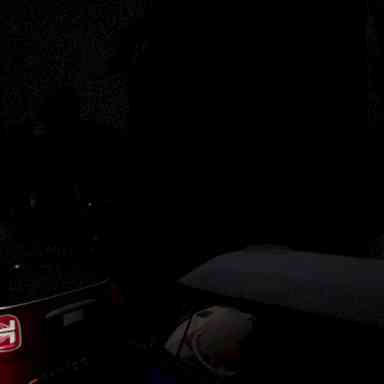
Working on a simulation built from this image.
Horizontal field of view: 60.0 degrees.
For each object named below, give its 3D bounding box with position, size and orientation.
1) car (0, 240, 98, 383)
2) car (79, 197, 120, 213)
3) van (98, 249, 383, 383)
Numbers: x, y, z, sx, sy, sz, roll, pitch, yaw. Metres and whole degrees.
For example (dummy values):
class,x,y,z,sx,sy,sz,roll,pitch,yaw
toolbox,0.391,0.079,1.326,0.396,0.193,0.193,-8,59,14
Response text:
class,x,y,z,sx,sy,sz,roll,pitch,yaw
car,-2.920,1.444,4.896,4.097,1.590,1.967,0,0,35
car,-10.256,1.335,36.948,2.097,1.767,4.553,-1,0,35
van,1.509,1.341,1.742,3.998,1.788,1.690,0,0,35
